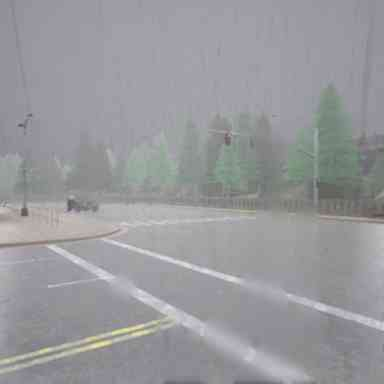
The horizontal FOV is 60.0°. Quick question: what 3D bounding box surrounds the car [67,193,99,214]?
[{"bbox_3d":[-11.878,1.172,35.918,2.150,2.045,5.566,0,0,-35],"label":"car"}]
